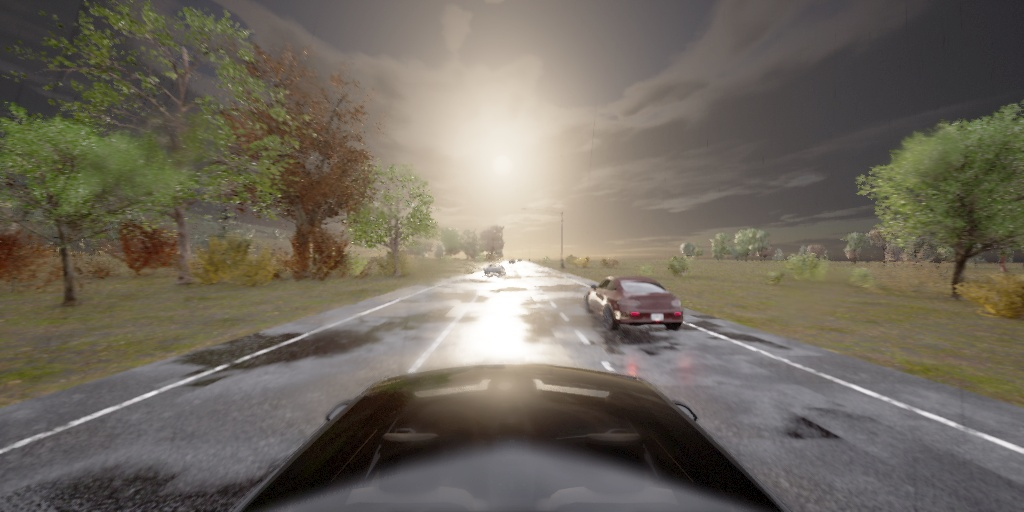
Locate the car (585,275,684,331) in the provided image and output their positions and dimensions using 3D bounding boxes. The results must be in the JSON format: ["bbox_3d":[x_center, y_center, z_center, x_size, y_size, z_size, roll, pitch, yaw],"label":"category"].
[{"bbox_3d":[3.498,1.307,10.938,1.812,1.442,4.674,0,0,0],"label":"car"}]

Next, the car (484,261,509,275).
[{"bbox_3d":[-1.913,1.482,40.318,1.895,1.301,4.718,0,0,7],"label":"car"}]
